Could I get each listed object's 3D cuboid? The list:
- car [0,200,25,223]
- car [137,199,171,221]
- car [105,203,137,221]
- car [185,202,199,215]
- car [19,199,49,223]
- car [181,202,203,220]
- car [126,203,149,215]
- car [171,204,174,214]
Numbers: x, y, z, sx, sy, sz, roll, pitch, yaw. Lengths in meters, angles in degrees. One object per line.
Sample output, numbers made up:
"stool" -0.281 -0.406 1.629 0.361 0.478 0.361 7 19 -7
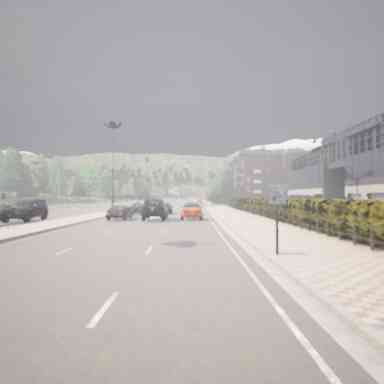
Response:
"car" -15.044 1.534 25.499 1.994 1.385 4.181 0 -1 0
"car" -3.522 1.668 32.188 2.150 2.045 5.566 0 -1 0
"car" -7.021 2.003 32.581 2.033 1.411 5.357 0 -1 0
"car" 0.020 2.104 43.488 1.837 1.490 4.892 0 0 0
"car" -15.086 1.655 30.402 2.150 2.045 5.566 0 -1 0
"car" -0.020 1.804 32.835 2.097 1.767 4.553 0 -1 0
"car" -6.987 2.146 42.980 2.033 1.411 5.357 0 -1 0
"car" -3.479 2.080 43.592 1.882 1.535 5.008 0 -1 0
